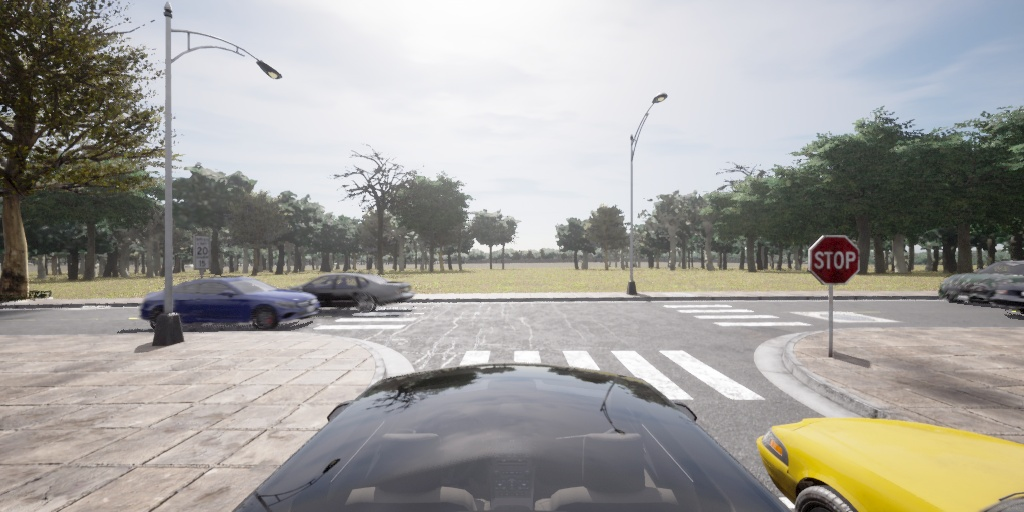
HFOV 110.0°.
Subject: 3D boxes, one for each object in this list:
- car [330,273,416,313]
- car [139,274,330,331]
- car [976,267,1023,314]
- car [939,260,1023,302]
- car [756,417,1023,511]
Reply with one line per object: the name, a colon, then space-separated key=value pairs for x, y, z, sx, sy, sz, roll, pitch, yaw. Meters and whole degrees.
car: x=-6.492 y=1.348 z=13.655 sx=5.357 sy=1.411 sz=2.033 roll=-1 pitch=0 yaw=1
car: x=-8.337 y=1.355 z=10.730 sx=4.674 sy=1.442 sz=1.812 roll=-1 pitch=0 yaw=1
car: x=17.571 y=1.147 z=10.411 sx=5.357 sy=1.411 sz=2.033 roll=0 pitch=0 yaw=1
car: x=19.065 y=0.943 z=13.342 sx=4.553 sy=1.767 sz=2.097 roll=0 pitch=0 yaw=1
car: x=2.628 y=1.275 z=0.626 sx=1.751 sy=1.417 sz=4.829 roll=0 pitch=0 yaw=0
